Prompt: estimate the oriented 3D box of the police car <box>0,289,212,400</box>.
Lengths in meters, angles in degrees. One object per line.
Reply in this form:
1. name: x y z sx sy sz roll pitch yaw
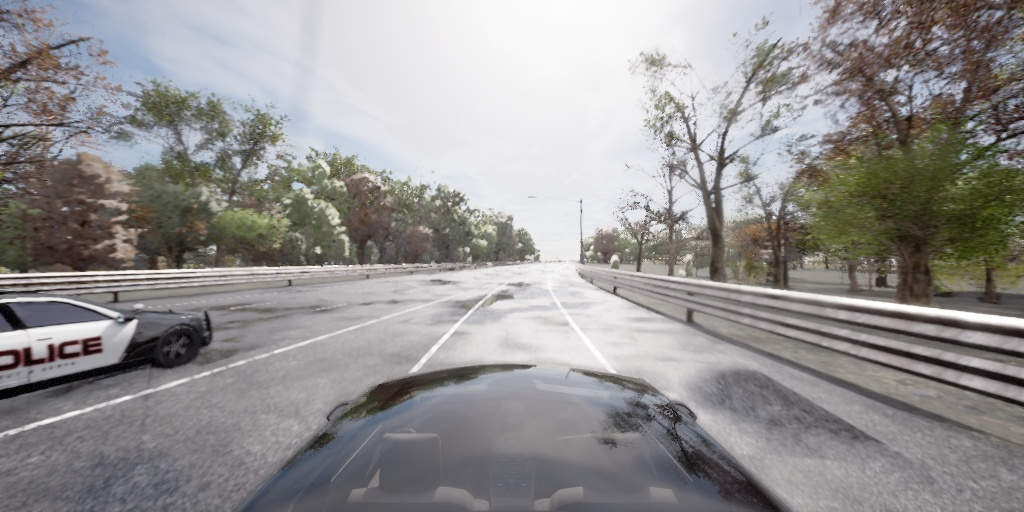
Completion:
1. police car: -7.172 1.239 5.151 2.038 1.542 4.974 0 0 9
